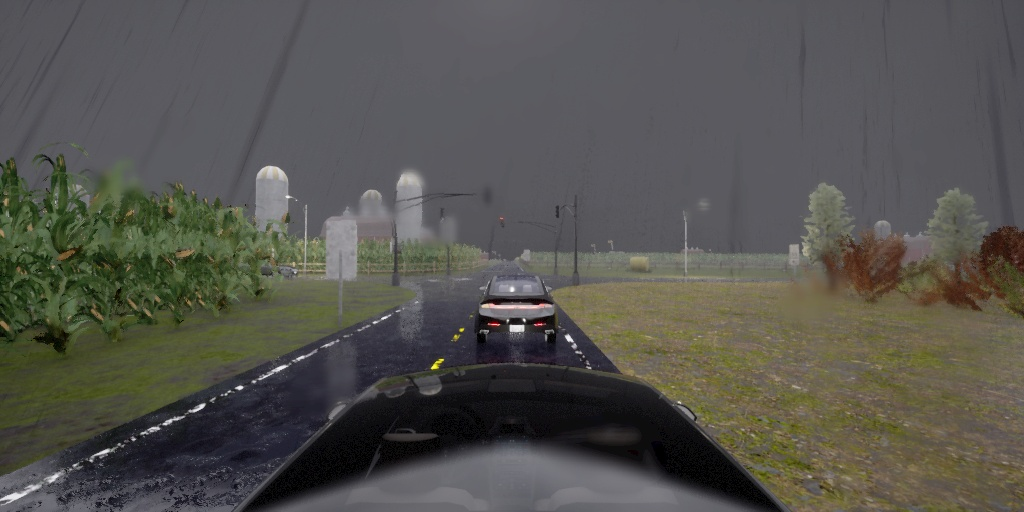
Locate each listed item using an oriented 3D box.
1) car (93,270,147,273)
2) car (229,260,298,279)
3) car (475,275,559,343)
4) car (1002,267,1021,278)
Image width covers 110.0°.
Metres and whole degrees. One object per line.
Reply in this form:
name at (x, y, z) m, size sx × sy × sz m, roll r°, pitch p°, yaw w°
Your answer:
car at (-29.754, 1.036, 28.261) m, size 5.357 × 1.411 × 2.033 m, roll 0°, pitch -1°, yaw -3°
car at (-19.934, 1.059, 28.805) m, size 4.902 × 1.511 × 2.128 m, roll 0°, pitch -1°, yaw -4°
car at (0.103, 1.245, 9.645) m, size 2.128 × 1.511 × 4.902 m, roll 0°, pitch 0°, yaw 0°
car at (48.674, 1.720, 33.485) m, size 4.674 × 1.442 × 1.812 m, roll 1°, pitch -1°, yaw -5°
